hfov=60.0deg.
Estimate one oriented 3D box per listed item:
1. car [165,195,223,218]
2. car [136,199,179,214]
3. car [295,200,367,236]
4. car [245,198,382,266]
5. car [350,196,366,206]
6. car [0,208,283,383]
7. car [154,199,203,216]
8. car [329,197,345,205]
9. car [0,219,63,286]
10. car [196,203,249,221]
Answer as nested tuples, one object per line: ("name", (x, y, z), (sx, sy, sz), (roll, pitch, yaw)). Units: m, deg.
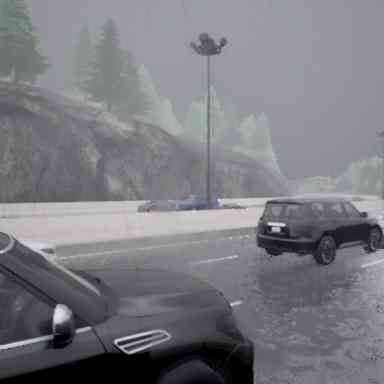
("car", (0.277, 1.280, 31.401), (5.566, 2.045, 2.150), (0, 0, -43))
("car", (-3.807, 1.596, 37.150), (4.674, 1.442, 1.812), (0, 0, -43))
("car", (8.249, 1.380, 19.543), (4.553, 1.767, 2.097), (0, 0, -41))
("car", (4.673, 1.239, 11.897), (5.566, 2.045, 2.150), (0, 0, -39))
("car", (29.999, 1.581, 59.909), (1.837, 1.490, 4.892), (0, 0, 35))
("car", (-2.063, 1.228, 2.349), (5.566, 2.045, 2.150), (0, 0, -36))
("car", (-1.340, 1.541, 34.677), (5.008, 1.535, 1.882), (0, 0, -43))
("car", (26.872, 1.684, 61.526), (1.895, 1.301, 4.718), (0, 0, 35))
("car", (-5.872, 1.546, 8.252), (4.674, 1.442, 1.812), (0, 0, -35))
("car", (2.757, 1.651, 28.915), (4.718, 1.301, 1.895), (0, 0, -42))
